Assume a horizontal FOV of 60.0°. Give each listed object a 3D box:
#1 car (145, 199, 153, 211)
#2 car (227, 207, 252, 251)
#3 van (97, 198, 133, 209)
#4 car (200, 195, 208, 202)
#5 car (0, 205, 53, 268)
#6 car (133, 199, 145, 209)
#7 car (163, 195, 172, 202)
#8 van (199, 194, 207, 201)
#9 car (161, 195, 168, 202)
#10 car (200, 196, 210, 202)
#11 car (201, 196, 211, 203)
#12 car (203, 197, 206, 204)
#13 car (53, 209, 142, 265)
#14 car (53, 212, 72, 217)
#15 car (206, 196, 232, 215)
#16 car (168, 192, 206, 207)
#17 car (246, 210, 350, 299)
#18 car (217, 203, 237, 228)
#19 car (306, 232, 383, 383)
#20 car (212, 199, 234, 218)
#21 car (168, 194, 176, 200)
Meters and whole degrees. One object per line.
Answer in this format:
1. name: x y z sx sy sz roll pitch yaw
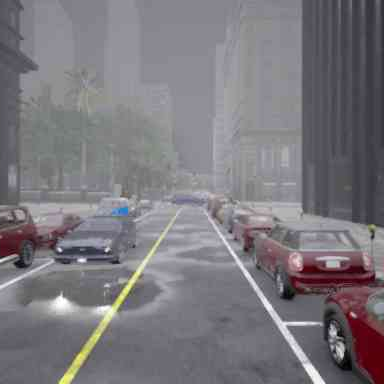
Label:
1. car: -5.768 1.579 41.014 1.802 1.307 4.206 0 0 0
2. car: 2.757 1.544 13.871 1.887 1.381 4.507 0 0 0
3. van: -5.768 1.341 24.736 1.690 1.788 3.998 0 0 0
4. car: 2.756 1.503 78.445 1.752 1.417 4.829 0 0 0
5. car: -5.767 1.314 8.458 2.192 1.841 5.009 0 0 0
6. car: -5.768 1.440 30.162 1.967 1.590 4.097 0 0 0
7. car: -5.770 1.418 78.294 1.967 1.590 4.097 0 0 0
8. van: 2.755 1.314 83.695 1.690 1.788 3.998 0 0 0
9. car: -5.770 1.533 72.874 2.008 1.369 4.403 0 0 0
10. car: 2.756 1.548 72.854 1.947 1.339 4.313 0 0 0
11. car: 2.756 1.551 67.434 1.947 1.339 4.313 0 0 0
12. car: 2.757 1.563 40.997 1.947 1.339 4.313 0 0 0
13. car: -3.100 1.546 12.026 2.033 1.411 5.357 0 0 0
14. car: -5.767 1.544 13.883 1.887 1.381 4.507 0 0 0
15. car: 2.757 1.314 30.146 2.192 1.841 5.009 0 0 0
16. car: -0.461 1.251 52.518 5.566 2.045 2.150 1 0 0
17. car: 2.758 1.439 8.446 1.967 1.590 4.097 0 0 0
18. car: 2.758 1.550 19.296 2.008 1.369 4.403 0 0 0
19. car: 2.759 1.440 3.021 1.967 1.590 4.097 0 0 0
20. car: 2.758 1.525 24.891 1.752 1.417 4.829 0 0 0
21. car: -5.771 1.402 94.555 1.967 1.590 4.097 0 0 0
